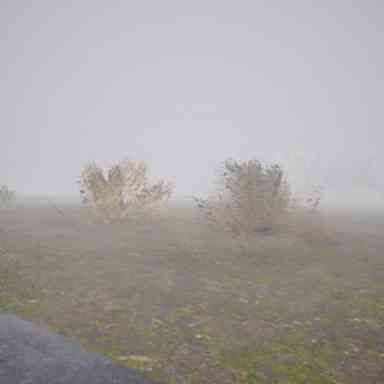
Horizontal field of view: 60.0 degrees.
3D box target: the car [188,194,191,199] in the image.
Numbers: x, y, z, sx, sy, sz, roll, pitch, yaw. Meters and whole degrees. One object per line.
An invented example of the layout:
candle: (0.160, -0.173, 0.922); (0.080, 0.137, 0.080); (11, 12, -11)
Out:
car: (-1.731, 0.916, 73.722); (2.033, 1.411, 5.357); (1, 0, 36)
